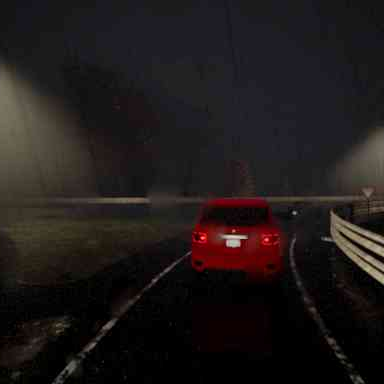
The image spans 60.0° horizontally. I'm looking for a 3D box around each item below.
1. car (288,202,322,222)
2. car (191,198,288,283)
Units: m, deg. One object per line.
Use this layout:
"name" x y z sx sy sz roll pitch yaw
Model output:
"car" 8.329 1.436 24.943 1.994 1.385 4.181 0 0 34
"car" 1.457 1.173 9.827 2.150 2.045 5.566 0 1 12
